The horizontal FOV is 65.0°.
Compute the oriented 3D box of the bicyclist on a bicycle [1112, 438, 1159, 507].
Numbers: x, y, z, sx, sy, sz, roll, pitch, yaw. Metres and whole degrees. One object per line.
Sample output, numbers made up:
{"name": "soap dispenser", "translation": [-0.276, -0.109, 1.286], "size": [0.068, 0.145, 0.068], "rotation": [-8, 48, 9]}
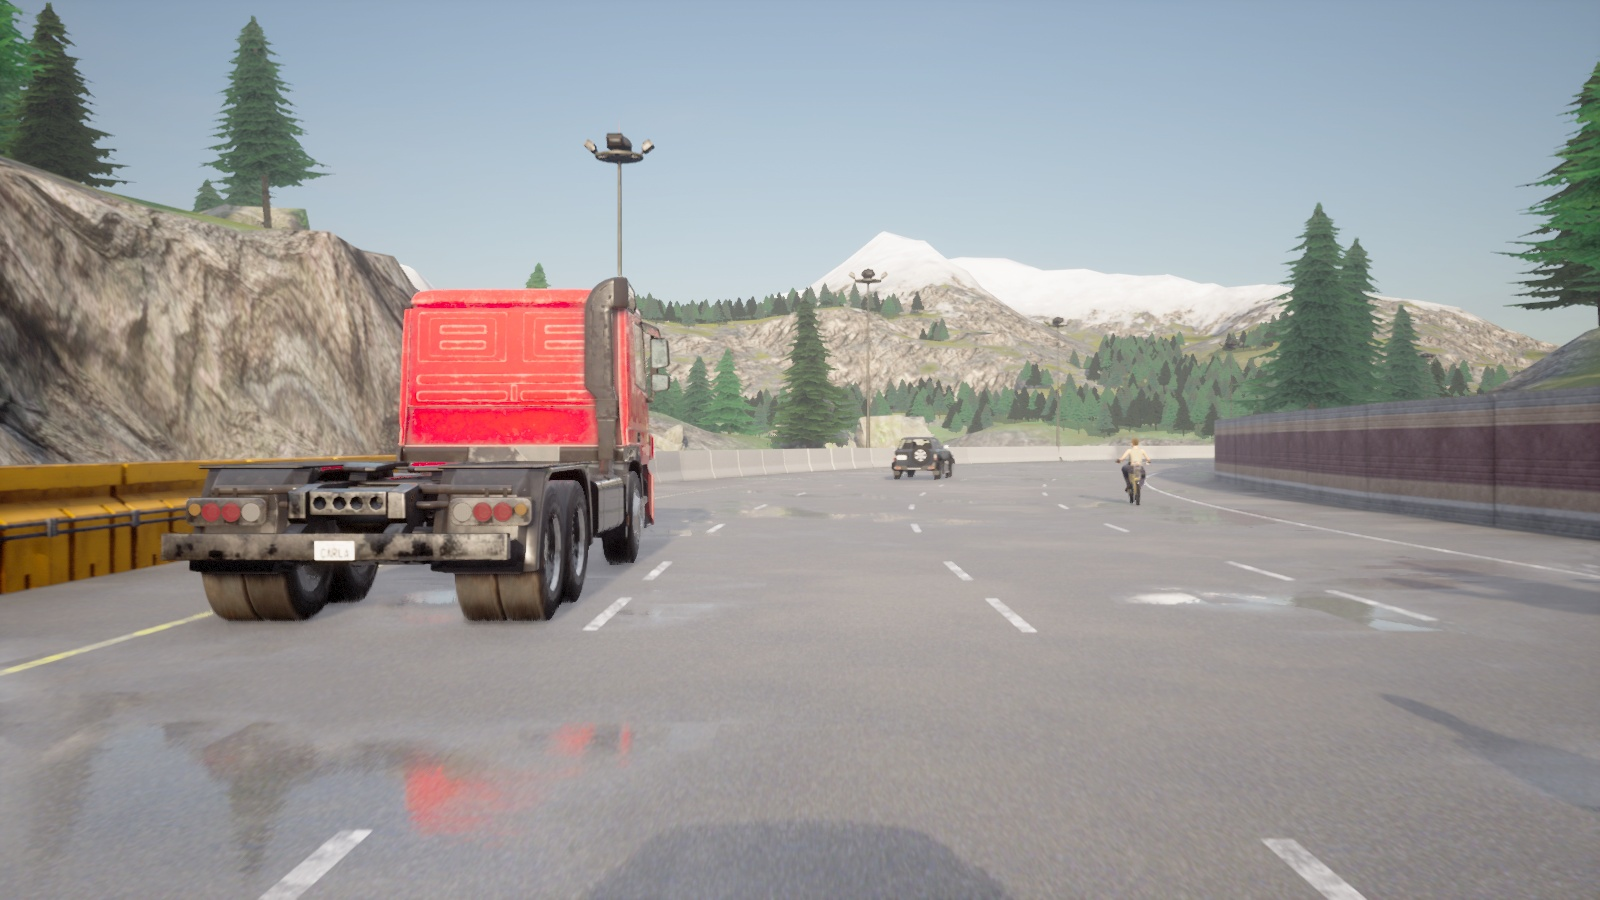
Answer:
{"name": "bicyclist on a bicycle", "translation": [8.040, 0.520, 30.162], "size": [0.866, 1.612, 1.509], "rotation": [0, 0, 6]}

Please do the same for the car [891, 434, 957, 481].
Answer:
{"name": "car", "translation": [5.195, 0.275, 52.012], "size": [1.932, 1.855, 4.605], "rotation": [0, 0, 16]}

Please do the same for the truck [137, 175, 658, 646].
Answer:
{"name": "truck", "translation": [-3.414, -0.312, 13.219], "size": [2.891, 3.462, 7.936], "rotation": [0, 0, 0]}
